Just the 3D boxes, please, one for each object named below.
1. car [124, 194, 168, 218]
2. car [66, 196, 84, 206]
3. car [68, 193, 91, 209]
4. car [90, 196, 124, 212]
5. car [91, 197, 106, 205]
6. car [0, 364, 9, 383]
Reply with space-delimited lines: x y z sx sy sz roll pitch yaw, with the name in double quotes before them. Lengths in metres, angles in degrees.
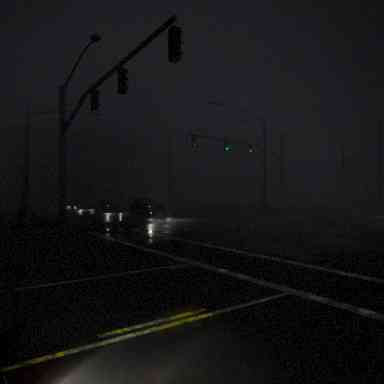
"car" -4.036 1.347 30.468 2.097 1.767 4.553 0 0 -36
"car" -19.597 1.486 56.043 2.128 1.511 4.902 0 0 -10
"car" -15.559 1.217 46.656 2.150 2.045 5.566 0 0 -33
"car" -9.818 1.521 38.474 1.812 1.442 4.674 0 0 -36
"car" -16.583 1.594 59.230 1.895 1.301 4.718 0 0 -7
"car" -3.632 1.548 1.216 5.357 1.411 2.033 0 0 -35
